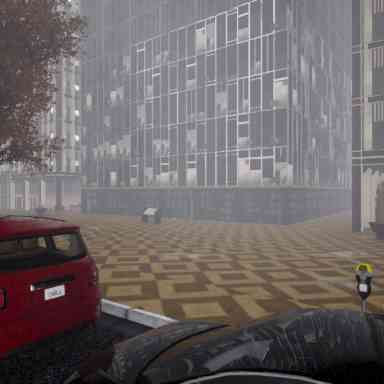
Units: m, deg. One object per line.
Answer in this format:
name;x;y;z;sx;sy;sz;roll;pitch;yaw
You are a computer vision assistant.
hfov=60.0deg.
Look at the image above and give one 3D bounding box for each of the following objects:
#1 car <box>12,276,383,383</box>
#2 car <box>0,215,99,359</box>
car;0.865;1.566;2.260;4.313;1.339;1.947;0;0;36
car;-3.627;1.315;5.473;5.009;1.841;2.192;0;0;36
